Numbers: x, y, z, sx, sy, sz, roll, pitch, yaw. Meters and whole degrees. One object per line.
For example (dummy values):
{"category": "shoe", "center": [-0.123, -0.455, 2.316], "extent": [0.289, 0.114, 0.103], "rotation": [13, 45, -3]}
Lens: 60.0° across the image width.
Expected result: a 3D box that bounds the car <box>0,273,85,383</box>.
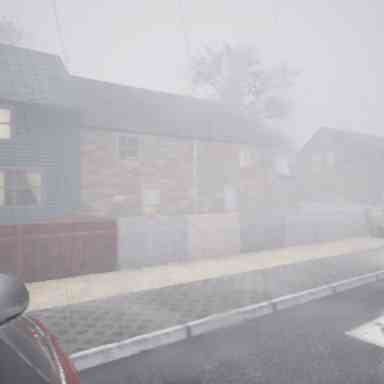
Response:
{"category": "car", "center": [-2.632, 1.344, 1.190], "extent": [4.553, 1.767, 2.097], "rotation": [0, 0, -35]}
